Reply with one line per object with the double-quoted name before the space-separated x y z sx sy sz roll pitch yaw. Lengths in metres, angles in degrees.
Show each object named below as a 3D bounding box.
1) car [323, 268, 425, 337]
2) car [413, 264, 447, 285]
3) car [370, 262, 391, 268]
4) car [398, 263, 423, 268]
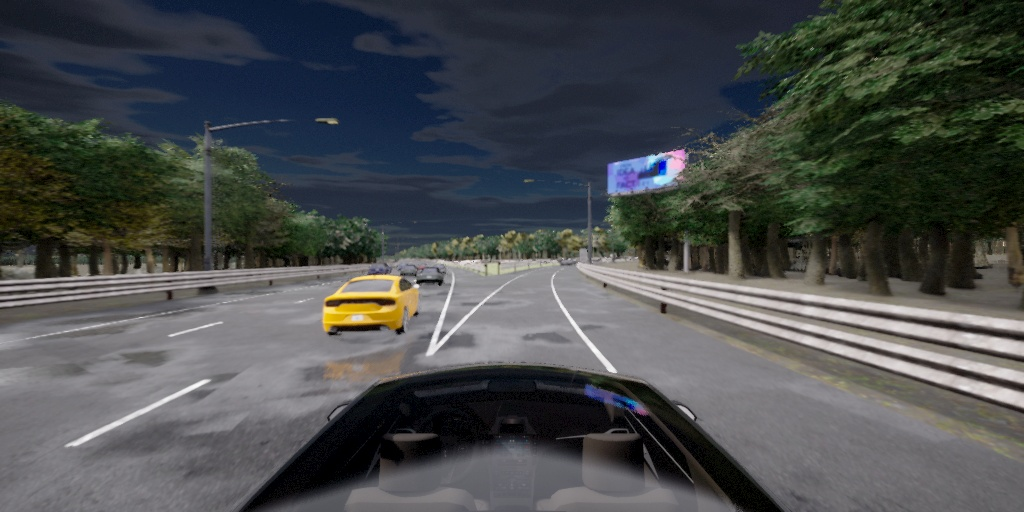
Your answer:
"car" -3.940 1.310 10.820 1.882 1.535 5.008 0 0 -8
"car" -6.520 1.566 28.950 1.994 1.385 4.181 0 -1 -9
"car" -15.782 1.580 43.140 2.097 1.767 4.553 0 0 -10
"car" -12.306 1.761 43.567 1.994 1.385 4.181 0 -1 -10
